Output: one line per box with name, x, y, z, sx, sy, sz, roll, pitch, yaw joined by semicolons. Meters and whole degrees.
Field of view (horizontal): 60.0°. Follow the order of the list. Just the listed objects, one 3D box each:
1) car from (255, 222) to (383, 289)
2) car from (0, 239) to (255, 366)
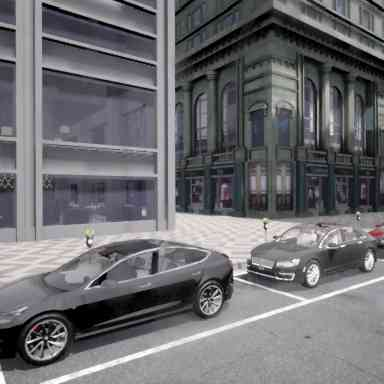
car;3.403;1.551;9.101;4.403;1.369;2.008;0;0;-36
car;-1.178;1.566;5.818;4.313;1.339;1.947;0;0;-36
